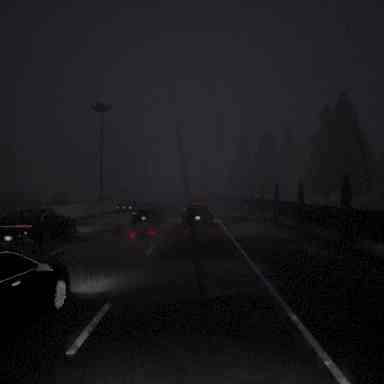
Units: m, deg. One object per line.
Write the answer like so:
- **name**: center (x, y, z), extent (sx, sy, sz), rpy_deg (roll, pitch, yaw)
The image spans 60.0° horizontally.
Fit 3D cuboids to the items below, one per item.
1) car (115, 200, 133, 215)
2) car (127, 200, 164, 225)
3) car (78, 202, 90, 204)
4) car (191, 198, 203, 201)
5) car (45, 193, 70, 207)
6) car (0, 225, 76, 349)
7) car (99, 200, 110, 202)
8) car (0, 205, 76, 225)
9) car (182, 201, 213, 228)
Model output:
- **car**: center (-6.469, 1.531, 34.229), extent (2.033, 1.411, 5.357), rpy_deg (0, 0, 1)
- **car**: center (-3.113, 1.515, 23.894), extent (1.812, 1.442, 4.674), rpy_deg (0, 0, 1)
- **car**: center (-17.430, 1.494, 52.254), extent (1.882, 1.535, 5.008), rpy_deg (0, 0, -6)
- **car**: center (0.581, 1.486, 39.428), extent (1.837, 1.490, 4.892), rpy_deg (0, -1, 0)
- **car**: center (-20.910, 1.191, 51.874), extent (2.150, 2.045, 5.566), rpy_deg (0, 0, -6)
- **car**: center (-3.344, 1.502, 4.650), extent (1.837, 1.490, 4.892), rpy_deg (0, 0, 1)
- **car**: center (-13.948, 1.540, 52.605), extent (1.994, 1.385, 4.181), rpy_deg (0, 0, -6)
- **car**: center (-6.716, 1.484, 14.688), extent (2.128, 1.511, 4.902), rpy_deg (0, 0, 1)
- **car**: center (0.379, 1.555, 22.220), extent (1.994, 1.385, 4.181), rpy_deg (0, 0, 1)
